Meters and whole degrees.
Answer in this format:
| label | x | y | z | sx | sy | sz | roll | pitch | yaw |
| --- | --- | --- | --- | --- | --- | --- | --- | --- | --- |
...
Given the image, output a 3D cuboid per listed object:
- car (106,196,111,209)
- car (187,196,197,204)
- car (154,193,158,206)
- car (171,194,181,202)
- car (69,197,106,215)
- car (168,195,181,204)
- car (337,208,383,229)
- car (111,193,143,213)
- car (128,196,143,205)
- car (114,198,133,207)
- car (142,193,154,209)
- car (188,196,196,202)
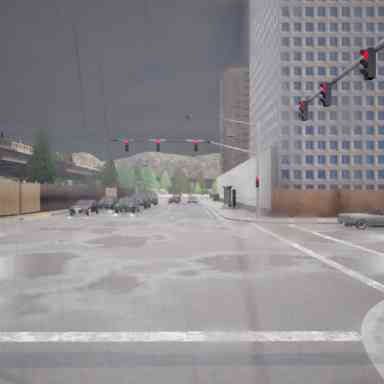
| label | x | y | z | sx | sy | sz | roll | pitch | yaw |
| --- | --- | --- | --- | --- | --- | --- | --- | --- | --- |
| car | -10.598 | 1.352 | 42.087 | 2.097 | 1.767 | 4.553 | 0 | 0 | 0 |
| car | 0.086 | 1.601 | 64.563 | 1.895 | 1.301 | 4.718 | 0 | 0 | 0 |
| car | -7.073 | 1.221 | 56.904 | 2.150 | 2.045 | 5.566 | 0 | 0 | 0 |
| car | -3.511 | 1.305 | 74.425 | 1.882 | 1.535 | 5.008 | 0 | 0 | 0 |
| car | -10.608 | 1.492 | 33.191 | 2.128 | 1.511 | 4.902 | 0 | 0 | 1 |
| car | -3.510 | 1.601 | 64.232 | 1.895 | 1.301 | 4.718 | 0 | 0 | 0 |
| car | 11.850 | 1.656 | 21.142 | 4.718 | 1.301 | 1.895 | 0 | 0 | 0 |
| car | -7.093 | 1.352 | 36.739 | 2.097 | 1.767 | 4.553 | 0 | 0 | 0 |
| car | -10.568 | 1.478 | 62.100 | 1.882 | 1.535 | 5.008 | 0 | 0 | 0 |
| car | -10.595 | 1.601 | 51.881 | 1.895 | 1.301 | 4.718 | 0 | 0 | 0 |
| car | -7.091 | 1.221 | 46.175 | 2.150 | 2.045 | 5.566 | 0 | 0 | 0 |
| car | -0.010 | 1.595 | 74.805 | 1.895 | 1.301 | 4.718 | 0 | 0 | 0 |
